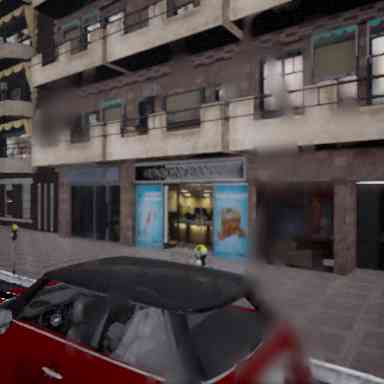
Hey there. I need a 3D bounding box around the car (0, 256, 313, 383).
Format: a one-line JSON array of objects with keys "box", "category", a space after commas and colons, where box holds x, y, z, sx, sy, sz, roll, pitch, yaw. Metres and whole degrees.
[{"box": [-0.963, 1.438, 3.562, 4.097, 1.590, 1.967, 0, 0, 36], "category": "car"}]
